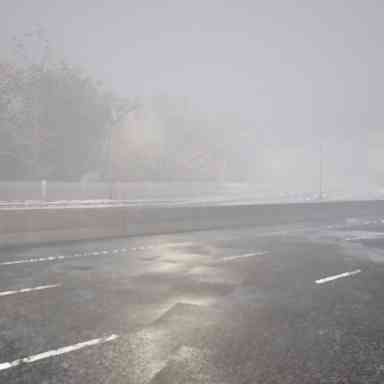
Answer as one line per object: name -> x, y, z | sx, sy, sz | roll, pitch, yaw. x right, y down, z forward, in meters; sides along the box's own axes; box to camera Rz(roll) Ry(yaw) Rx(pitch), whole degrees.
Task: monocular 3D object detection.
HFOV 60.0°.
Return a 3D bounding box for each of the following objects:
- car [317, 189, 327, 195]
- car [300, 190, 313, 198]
car -> 33.970, 0.114, 86.928 | 2.128, 1.511, 4.902 | 0, 2, 34
car -> 25.359, 0.451, 73.688 | 2.097, 1.767, 4.553 | 0, 1, 32
